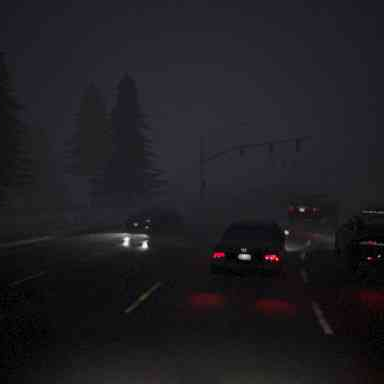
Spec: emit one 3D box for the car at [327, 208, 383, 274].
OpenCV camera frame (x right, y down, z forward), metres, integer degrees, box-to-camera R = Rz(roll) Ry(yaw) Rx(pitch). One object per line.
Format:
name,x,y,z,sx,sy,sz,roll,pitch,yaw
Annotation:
car,5.586,1.470,10.206,2.128,1.511,4.902,0,0,18

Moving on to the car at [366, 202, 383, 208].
car,12.790,1.441,22.008,2.128,1.511,4.902,0,0,45

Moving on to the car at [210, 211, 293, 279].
car,1.889,1.535,10.070,2.033,1.411,5.357,0,0,16

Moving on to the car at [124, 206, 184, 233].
car,-2.138,1.555,19.651,1.994,1.385,4.181,0,0,27

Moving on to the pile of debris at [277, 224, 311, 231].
pile of debris,6.135,2.142,20.032,1.500,0.140,1.860,0,0,33

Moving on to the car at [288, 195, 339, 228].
car,8.314,1.181,22.483,2.150,2.045,5.566,0,0,36

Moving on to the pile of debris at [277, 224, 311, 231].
pile of debris,6.135,2.142,20.032,1.500,0.140,1.860,0,0,33
